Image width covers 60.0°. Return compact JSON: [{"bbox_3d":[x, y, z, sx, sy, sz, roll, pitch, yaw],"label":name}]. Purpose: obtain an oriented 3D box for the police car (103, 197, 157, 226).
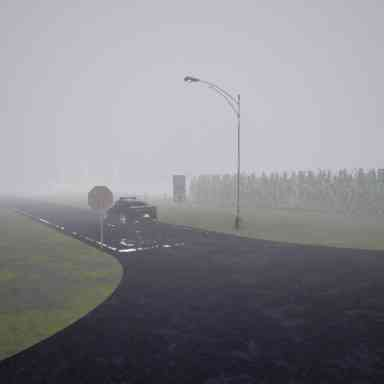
[{"bbox_3d":[-4.109,1.138,21.245,1.930,1.638,5.238,-1,1,-35],"label":"police car"}]
